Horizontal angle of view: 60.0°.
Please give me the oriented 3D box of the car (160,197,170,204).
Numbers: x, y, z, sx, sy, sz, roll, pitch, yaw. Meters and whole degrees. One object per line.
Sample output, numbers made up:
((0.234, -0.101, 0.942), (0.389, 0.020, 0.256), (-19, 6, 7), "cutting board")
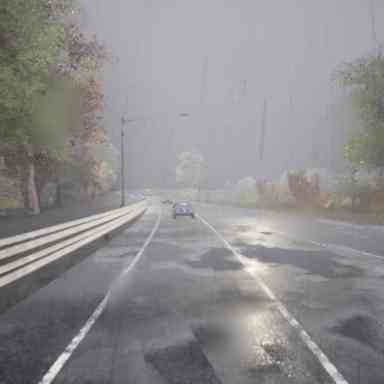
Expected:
((-4.764, 1.550, 61.259), (1.895, 1.301, 4.718), (0, 0, -10), "car")

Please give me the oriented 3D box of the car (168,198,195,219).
((-0.859, 1.555, 29.695), (2.033, 1.411, 5.357), (0, 0, -5), "car")
